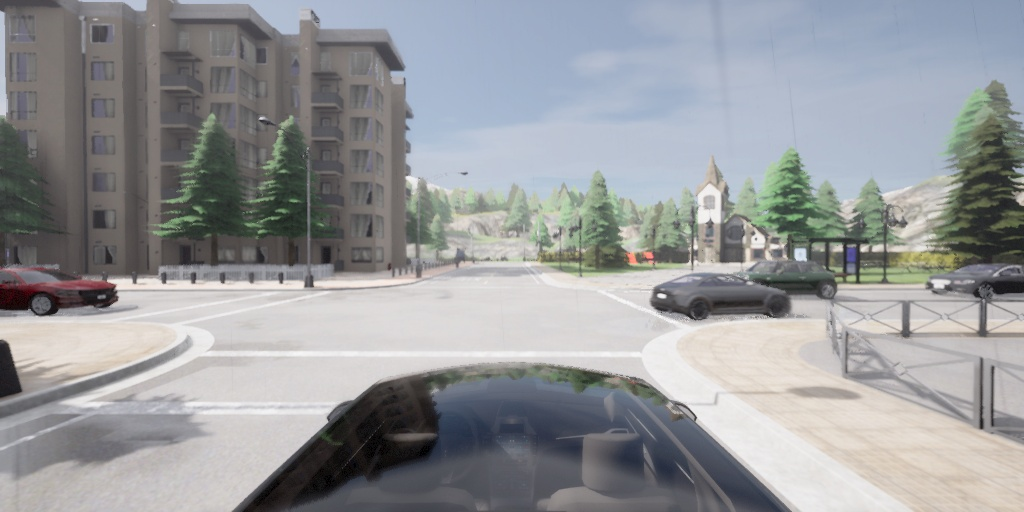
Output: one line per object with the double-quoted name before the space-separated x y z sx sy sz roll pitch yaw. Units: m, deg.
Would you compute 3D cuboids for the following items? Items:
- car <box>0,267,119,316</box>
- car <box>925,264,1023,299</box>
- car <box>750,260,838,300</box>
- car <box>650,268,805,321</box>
"car" -16.616 1.141 12.309 5.008 1.535 1.882 0 1 -1
"car" 21.951 1.114 16.385 4.902 1.511 2.128 0 1 0
"car" 11.851 0.977 16.288 4.553 1.767 2.097 0 1 -1
"car" 6.734 1.233 11.705 4.181 1.385 1.994 0 0 -10
